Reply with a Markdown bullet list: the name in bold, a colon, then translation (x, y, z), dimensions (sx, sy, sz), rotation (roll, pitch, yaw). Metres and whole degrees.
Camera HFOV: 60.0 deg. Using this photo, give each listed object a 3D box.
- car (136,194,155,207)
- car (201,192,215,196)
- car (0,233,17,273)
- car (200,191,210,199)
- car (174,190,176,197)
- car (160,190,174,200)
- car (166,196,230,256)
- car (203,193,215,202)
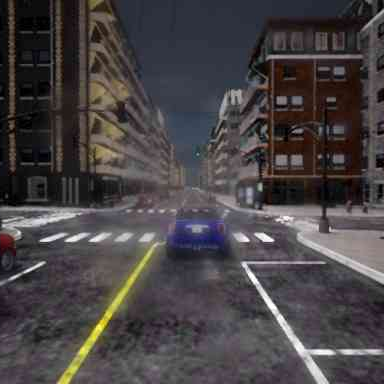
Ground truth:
- **car**: translation (-5.566, 0.999, 40.029), dimensions (1.967, 1.590, 4.097), rotation (0, 1, 0)
- **car**: translation (2.850, 0.984, 51.275), dimensions (2.008, 1.369, 4.403), rotation (0, 1, 0)
- **car**: translation (-5.668, 1.497, 7.622), dimensions (1.802, 1.307, 4.206), rotation (0, 1, 0)
- **car**: translation (2.921, 0.627, 73.827), dimensions (1.967, 1.590, 4.097), rotation (0, 1, 0)
- **car**: translation (-5.442, 0.654, 79.328), dimensions (1.752, 1.417, 4.829), rotation (0, 1, 0)
- **car**: translation (-5.478, 0.565, 68.219), dimensions (2.192, 1.841, 5.009), rotation (0, 1, 0)
- **car**: translation (0.305, 1.210, 12.675), dimensions (2.097, 1.767, 4.553), rotation (0, 1, 4)
- **car**: translation (2.868, 0.916, 56.913), dimensions (1.887, 1.381, 4.507), rotation (0, 1, 0)
